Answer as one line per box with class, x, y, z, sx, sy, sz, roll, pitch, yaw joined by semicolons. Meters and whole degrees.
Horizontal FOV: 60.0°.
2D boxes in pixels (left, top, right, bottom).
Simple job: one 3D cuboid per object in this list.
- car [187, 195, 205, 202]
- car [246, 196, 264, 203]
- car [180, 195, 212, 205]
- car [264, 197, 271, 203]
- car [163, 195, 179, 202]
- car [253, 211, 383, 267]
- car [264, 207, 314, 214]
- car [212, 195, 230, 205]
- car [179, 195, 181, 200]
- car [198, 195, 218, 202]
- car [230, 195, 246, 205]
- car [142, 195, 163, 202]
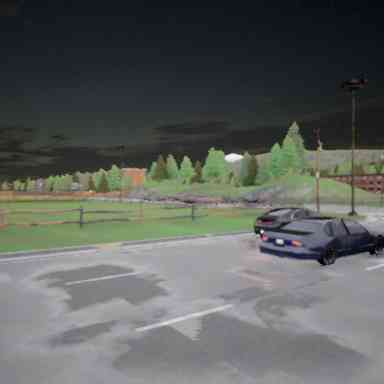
car;0.864;1.465;74.499;1.994;1.385;4.181;0;0;-36
car;10.207;1.520;61.648;2.033;1.411;5.357;0;0;-36
car;0.648;1.472;56.875;2.128;1.511;4.902;0;0;-36
car;13.110;1.534;63.626;1.994;1.385;4.181;0;0;-36
car;-5.404;1.437;71.213;1.994;1.385;4.181;0;0;-36
car;4.707;1.541;11.475;5.357;1.411;2.033;0;0;-35
car;5.104;1.496;16.035;4.892;1.490;1.837;0;0;-35
car;3.914;1.329;58.354;2.097;1.767;4.553;0;0;-36
car;-2.400;1.415;73.035;1.812;1.442;4.674;0;0;-36
car;3.640;1.385;76.634;1.882;1.535;5.008;0;0;-36
car;7.009;1.327;60.060;2.097;1.767;4.553;0;0;-36
car;-8.803;1.381;69.932;2.128;1.511;4.902;0;0;-36
